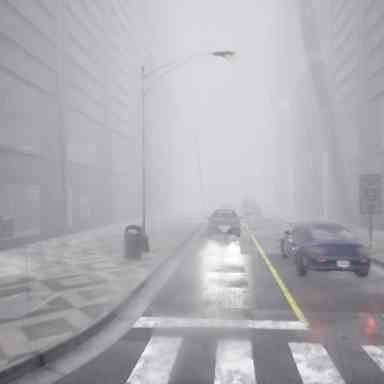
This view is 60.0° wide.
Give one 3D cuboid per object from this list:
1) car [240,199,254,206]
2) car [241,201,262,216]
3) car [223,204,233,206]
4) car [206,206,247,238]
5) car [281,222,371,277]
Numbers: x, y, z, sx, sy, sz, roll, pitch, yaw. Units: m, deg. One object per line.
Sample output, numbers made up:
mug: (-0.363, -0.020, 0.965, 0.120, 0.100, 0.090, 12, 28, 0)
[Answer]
car: (8.533, 2.041, 50.697, 2.150, 2.045, 5.566, -1, -1, 6)
car: (7.426, 2.192, 40.372, 2.033, 1.411, 5.357, -1, -1, 7)
car: (4.664, 2.286, 43.335, 1.994, 1.385, 4.181, -1, -1, 7)
car: (1.969, 1.820, 19.961, 2.128, 1.511, 4.902, -1, -1, 6)
car: (4.040, 1.670, 10.610, 1.812, 1.442, 4.674, -1, -1, 6)
